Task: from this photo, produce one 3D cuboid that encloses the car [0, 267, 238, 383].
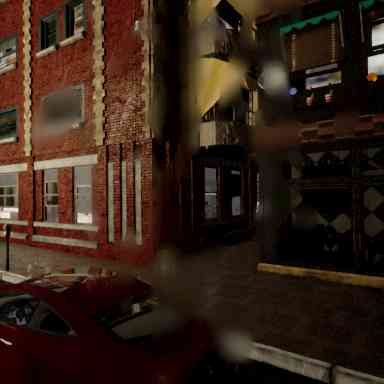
[{"bbox_3d":[-1.501,1.583,3.923,4.206,1.307,1.802,0,-1,36],"label":"car"}]
